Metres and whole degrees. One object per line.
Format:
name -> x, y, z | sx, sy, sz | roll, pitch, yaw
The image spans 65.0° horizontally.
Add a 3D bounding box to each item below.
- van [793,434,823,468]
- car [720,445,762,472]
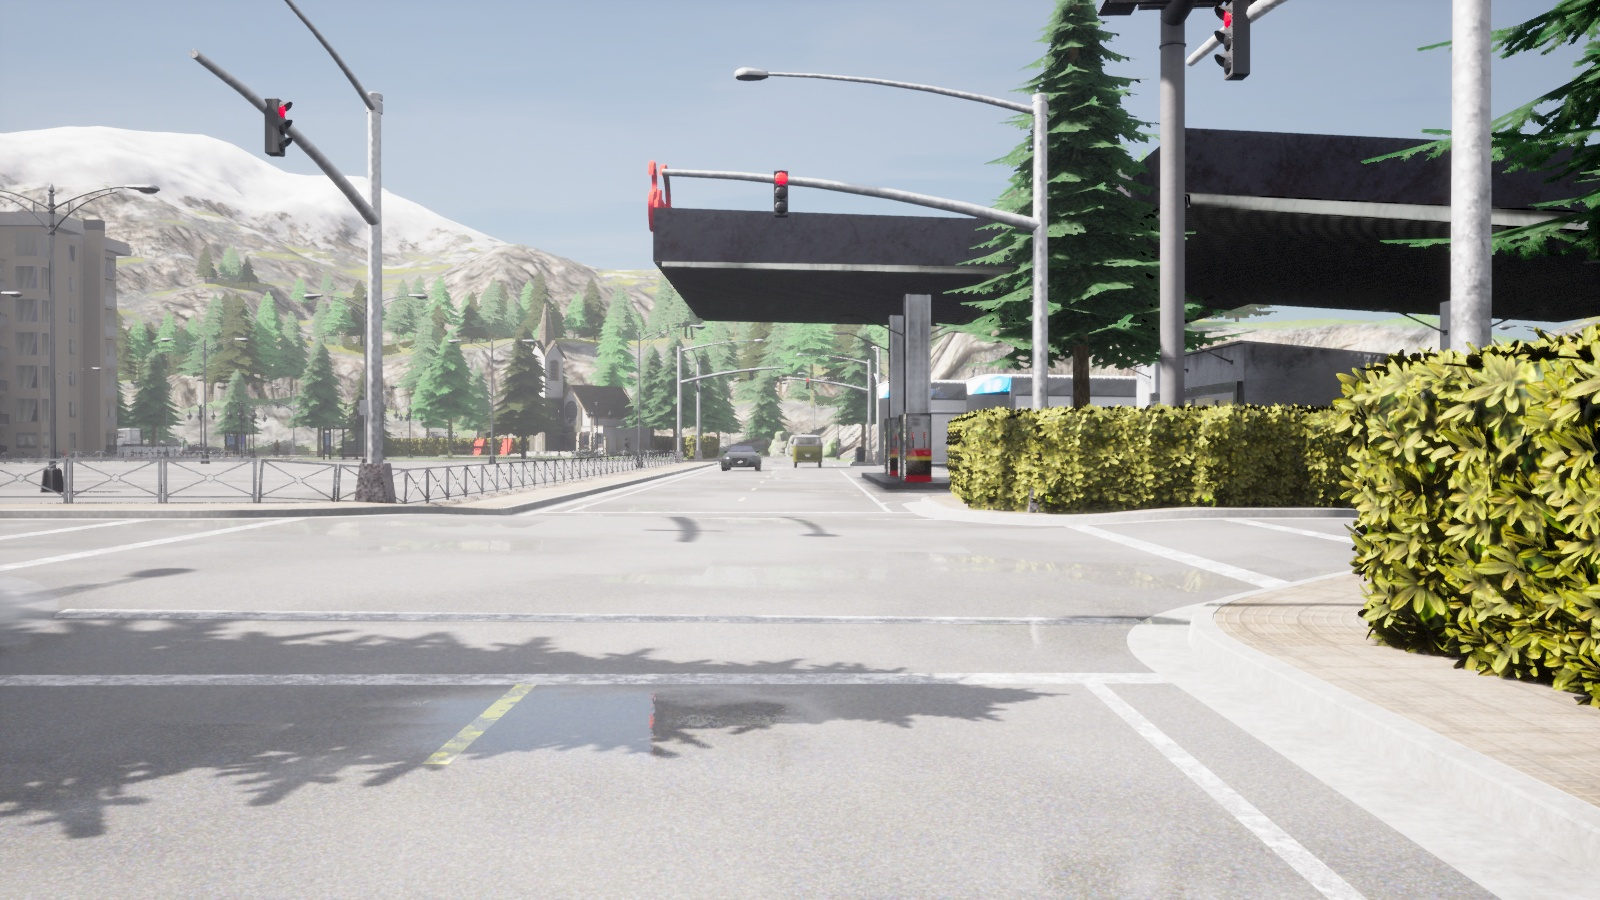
van -> 0.471, 0.065, 76.573 | 1.775, 1.987, 4.442 | 0, 0, 0
car -> -3.088, 0.431, 66.747 | 1.994, 1.385, 4.181 | 0, 0, 0
